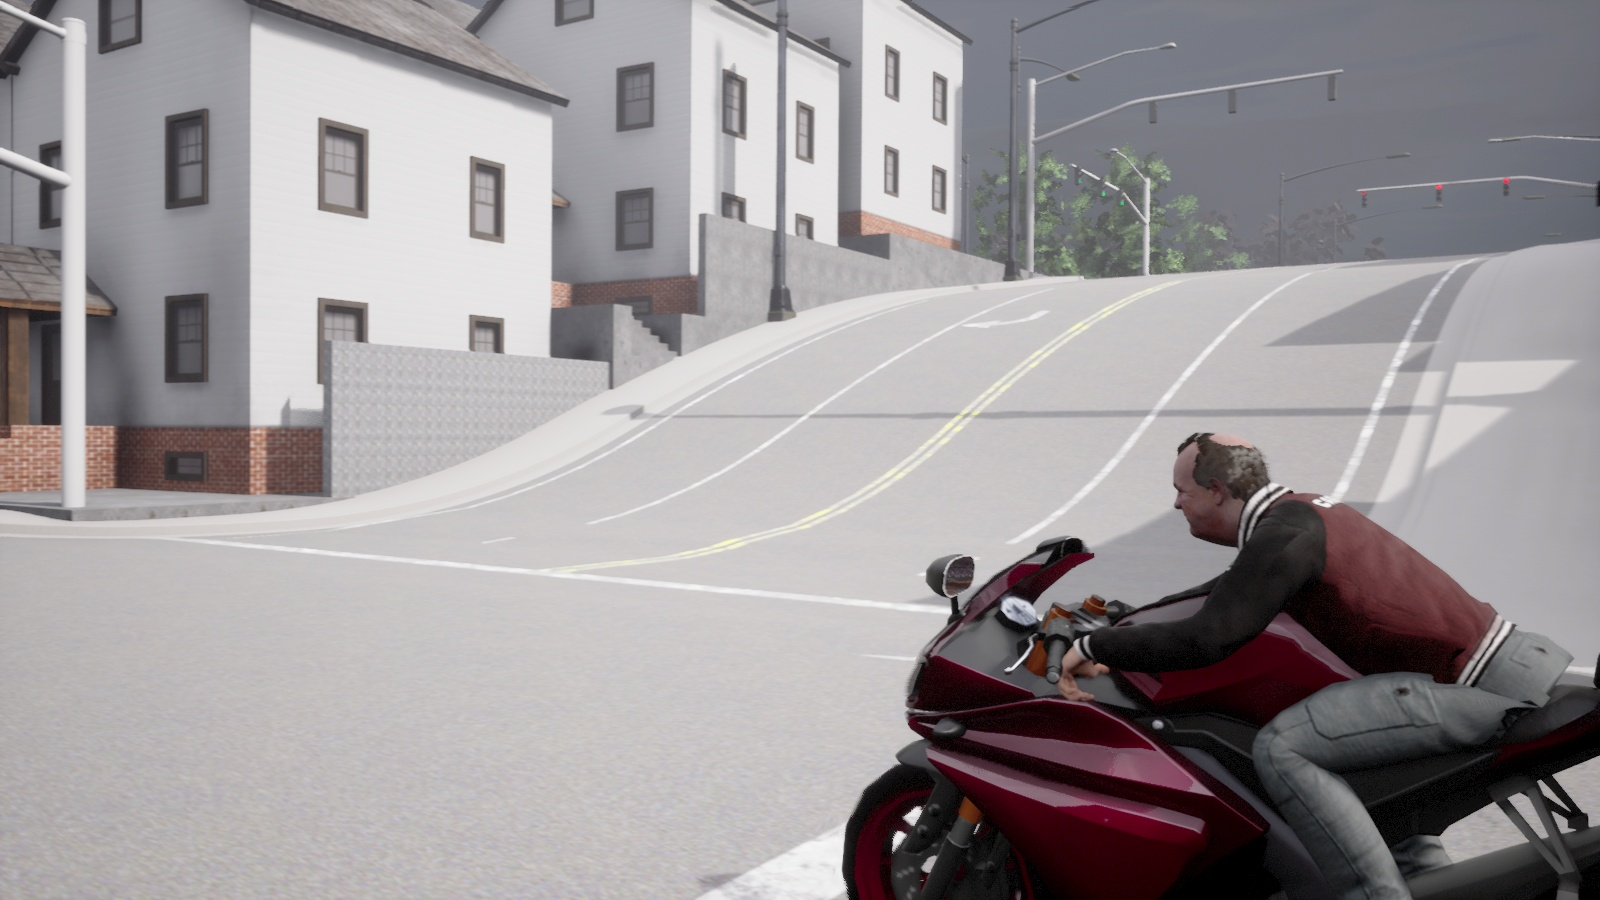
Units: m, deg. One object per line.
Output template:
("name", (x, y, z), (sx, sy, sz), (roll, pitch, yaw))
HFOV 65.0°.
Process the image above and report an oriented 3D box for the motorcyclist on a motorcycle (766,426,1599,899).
("motorcyclist on a motorcycle", (1.074, 0.718, 2.913), (2.191, 1.530, 0.866), (0, 1, 34))
